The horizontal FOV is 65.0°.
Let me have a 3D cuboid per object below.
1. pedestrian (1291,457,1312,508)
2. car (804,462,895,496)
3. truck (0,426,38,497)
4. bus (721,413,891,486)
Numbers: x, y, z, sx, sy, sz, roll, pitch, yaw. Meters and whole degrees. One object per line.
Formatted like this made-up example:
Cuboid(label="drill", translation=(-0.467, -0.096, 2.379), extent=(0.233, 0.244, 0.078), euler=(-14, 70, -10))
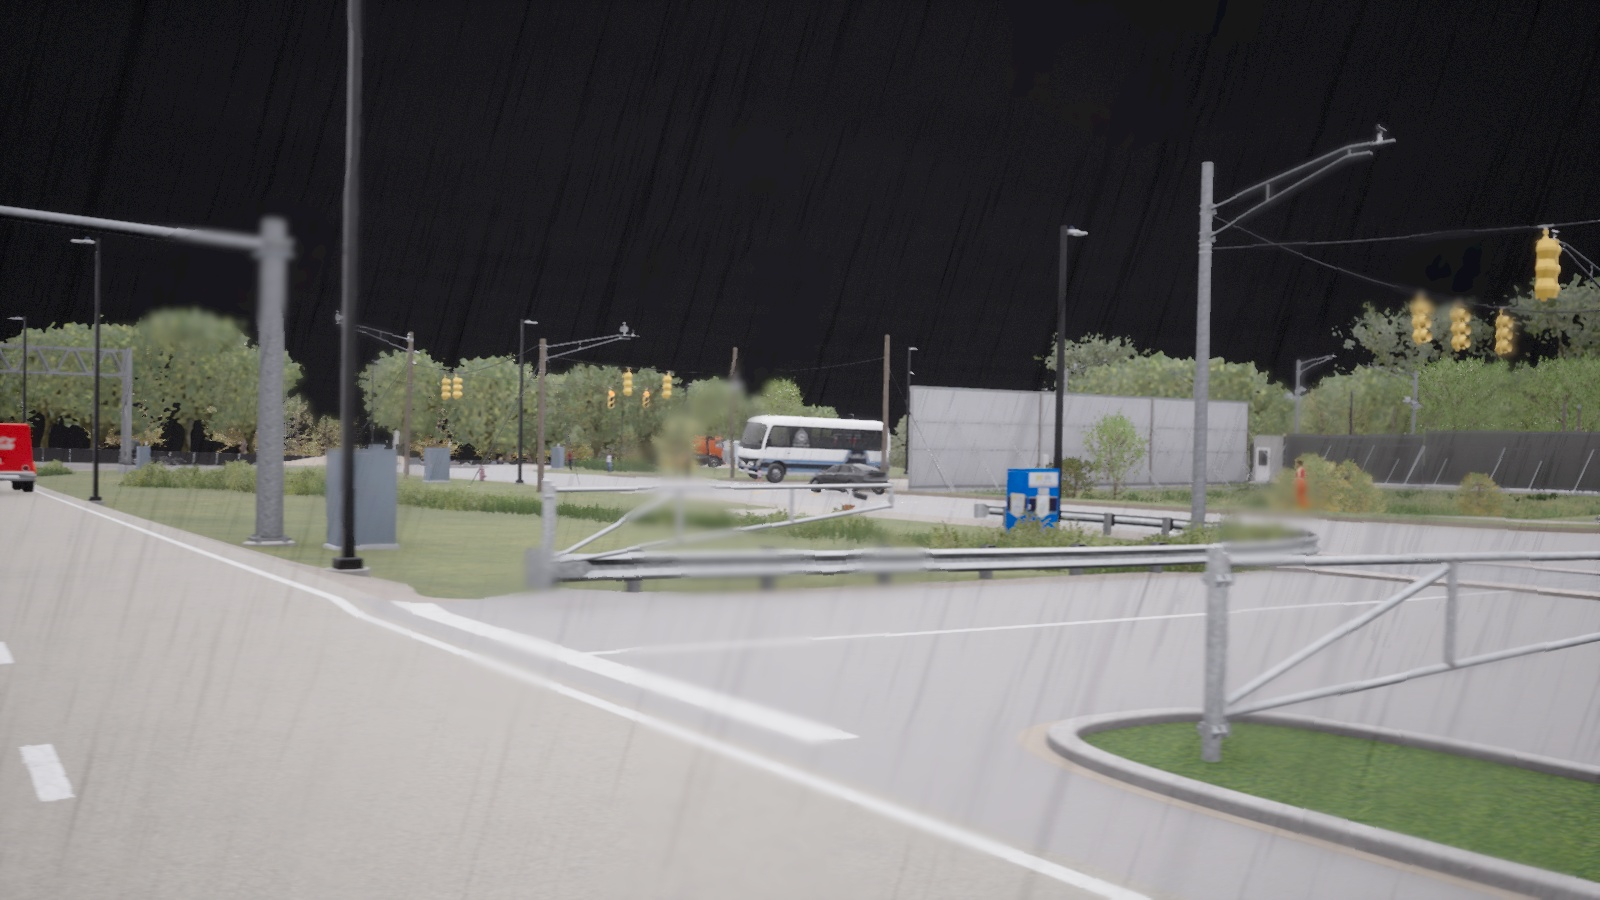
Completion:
Cuboid(label="pedestrian", translation=(18.630, 1.202, 46.622), extent=(0.345, 1.836, 0.594), euler=(0, 1, -37))
Cuboid(label="car", translation=(2.335, 1.362, 60.777), extent=(1.837, 1.490, 4.892), euler=(0, 0, -35))
Cuboid(label="truck", translation=(-29.394, 0.393, 45.591), extent=(2.627, 2.467, 5.204), euler=(0, 0, -35))
Cuboid(label="bus", translation=(0.413, -0.026, 82.233), extent=(10.273, 4.253, 3.944), euler=(2, 2, -29))
